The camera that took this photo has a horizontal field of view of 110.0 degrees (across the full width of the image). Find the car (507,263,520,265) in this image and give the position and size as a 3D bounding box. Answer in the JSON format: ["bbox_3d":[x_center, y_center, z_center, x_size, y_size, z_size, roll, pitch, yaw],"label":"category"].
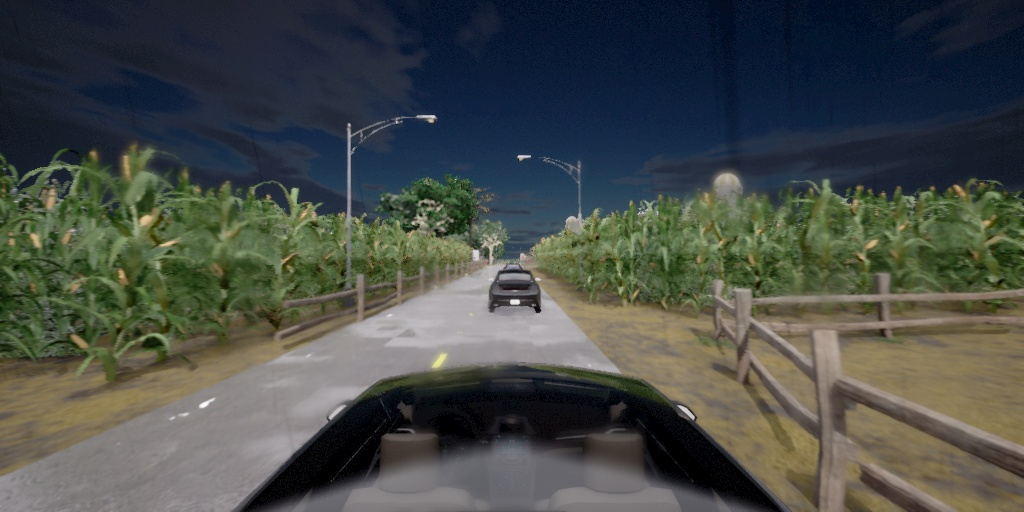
[{"bbox_3d":[0.095,1.336,31.880,1.994,1.385,4.181,0,0,0],"label":"car"}]

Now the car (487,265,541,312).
[{"bbox_3d":[0.099,1.263,14.179,1.837,1.490,4.892,0,0,0],"label":"car"}]
